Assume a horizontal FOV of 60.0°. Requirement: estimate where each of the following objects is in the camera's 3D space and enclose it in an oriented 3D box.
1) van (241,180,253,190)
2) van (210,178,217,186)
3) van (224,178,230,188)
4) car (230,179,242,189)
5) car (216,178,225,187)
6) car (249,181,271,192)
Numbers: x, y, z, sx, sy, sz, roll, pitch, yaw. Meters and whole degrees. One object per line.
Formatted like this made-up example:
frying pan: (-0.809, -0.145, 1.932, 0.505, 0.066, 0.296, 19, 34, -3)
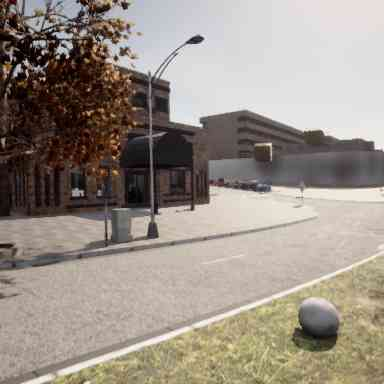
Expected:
van: (13.028, -1.370, 70.464, 1.878, 1.987, 4.442, 5, 6, 40)
van: (7.115, -2.383, 80.863, 1.878, 1.987, 4.442, 5, 6, 40)
van: (9.930, -1.868, 75.479, 1.878, 1.987, 4.442, 6, 6, 40)
car: (11.464, -1.643, 72.944, 2.435, 2.045, 5.566, 6, 6, 40)
car: (8.499, -2.025, 78.157, 2.185, 1.767, 4.553, 5, 6, 40)
car: (14.417, -0.888, 67.790, 2.097, 1.535, 5.008, 5, 6, 40)
